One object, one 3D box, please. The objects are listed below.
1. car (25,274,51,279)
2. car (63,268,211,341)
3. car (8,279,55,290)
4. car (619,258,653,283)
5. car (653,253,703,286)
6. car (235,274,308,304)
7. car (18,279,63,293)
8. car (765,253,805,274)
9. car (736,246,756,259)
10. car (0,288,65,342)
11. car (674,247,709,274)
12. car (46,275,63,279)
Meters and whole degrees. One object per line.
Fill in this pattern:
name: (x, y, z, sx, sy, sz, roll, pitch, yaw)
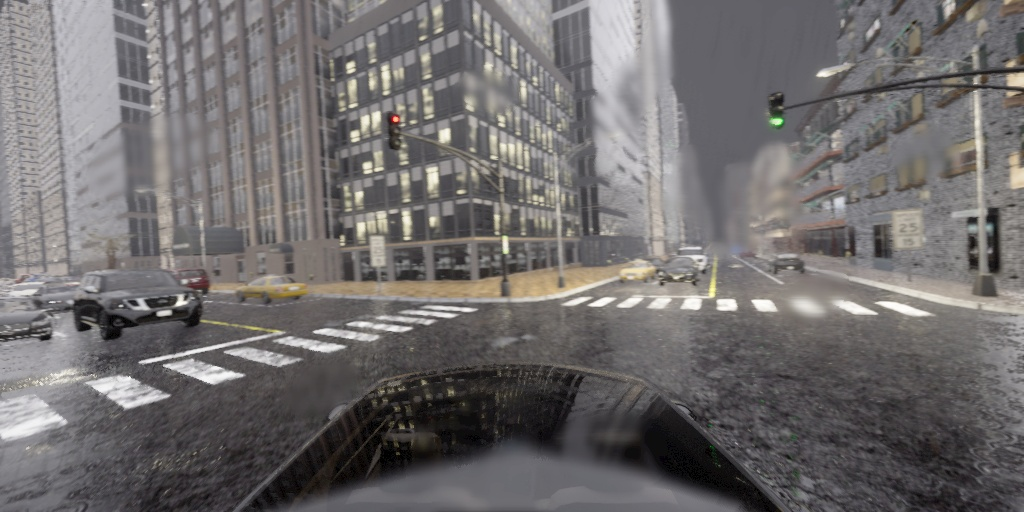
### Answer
car: (-45.095, 2.837, 34.869, 5.008, 1.535, 1.882, -2, 1, 31)
car: (-12.845, 1.458, 12.209, 5.566, 2.045, 2.150, -2, 1, 31)
car: (-30.370, 2.410, 22.589, 4.674, 1.442, 1.812, -2, 1, 31)
car: (8.197, 0.894, 23.190, 1.751, 1.417, 4.829, 0, 0, 30)
car: (9.524, 0.814, 20.345, 1.837, 1.490, 4.892, -3, 0, 30)
car: (-12.683, 1.629, 18.836, 4.829, 1.417, 1.751, 0, 0, 31)
car: (-21.508, 2.049, 17.340, 4.902, 1.511, 2.128, -2, 1, 31)
car: (18.352, 0.447, 24.088, 2.007, 1.370, 4.403, 0, 0, 30)
car: (35.173, -0.439, 53.542, 1.967, 1.591, 4.097, 0, 0, 30)
car: (-15.610, 1.944, 10.916, 4.403, 1.370, 2.007, 0, 0, 31)
car: (14.319, 0.309, 28.766, 2.150, 2.045, 5.566, -3, 0, 30)
car: (-36.108, 2.521, 29.598, 4.902, 1.511, 2.128, -2, 1, 31)
